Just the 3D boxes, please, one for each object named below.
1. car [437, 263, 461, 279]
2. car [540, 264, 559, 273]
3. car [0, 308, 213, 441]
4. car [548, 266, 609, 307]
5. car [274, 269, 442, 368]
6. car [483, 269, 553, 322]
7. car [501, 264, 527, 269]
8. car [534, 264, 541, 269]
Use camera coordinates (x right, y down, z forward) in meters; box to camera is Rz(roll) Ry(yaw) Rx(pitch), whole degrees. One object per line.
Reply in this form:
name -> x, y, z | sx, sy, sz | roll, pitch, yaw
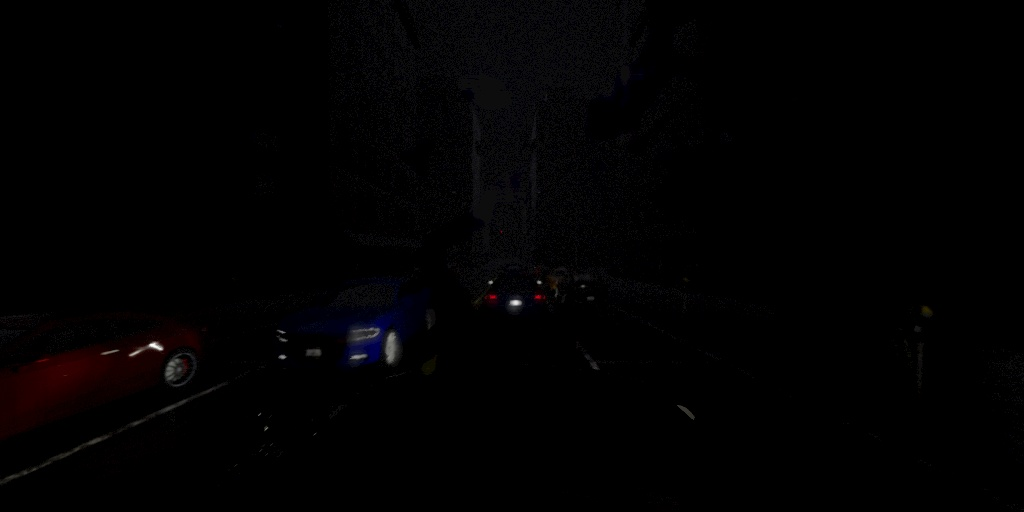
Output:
car -> -5.644, 1.314, 32.047 | 1.888, 1.381, 4.507 | 0, 0, 0
car -> 2.889, 1.290, 21.038 | 1.751, 1.417, 4.829 | 0, 0, 0
car -> -5.668, 1.333, 4.118 | 1.802, 1.307, 4.207 | 0, 0, 0
car -> 2.883, 1.312, 15.283 | 2.007, 1.370, 4.403 | 0, 0, 0
car -> -3.094, 1.233, 8.094 | 1.882, 1.535, 5.008 | 0, 0, 0
car -> 0.107, 1.323, 12.346 | 1.994, 1.385, 4.181 | 0, 0, 0
car -> 0.120, 1.294, 27.004 | 1.812, 1.442, 4.674 | 0, 0, 0
car -> 2.895, 1.334, 26.455 | 1.948, 1.339, 4.313 | 0, 0, 0
